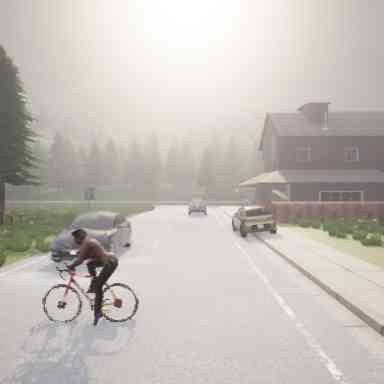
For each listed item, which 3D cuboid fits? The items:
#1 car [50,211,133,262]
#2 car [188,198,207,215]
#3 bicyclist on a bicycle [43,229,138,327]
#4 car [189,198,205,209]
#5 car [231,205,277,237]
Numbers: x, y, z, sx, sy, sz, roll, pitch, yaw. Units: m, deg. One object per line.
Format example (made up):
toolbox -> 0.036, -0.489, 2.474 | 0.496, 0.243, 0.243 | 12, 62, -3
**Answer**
car -> -3.419, 1.503, 12.121 | 1.837, 1.490, 4.892 | 0, 0, 1
car -> 0.585, 1.547, 34.228 | 2.033, 1.411, 5.357 | 0, 0, 2
bicyclist on a bicycle -> -1.751, 1.453, 5.693 | 1.656, 1.620, 0.582 | -1, 0, 1
car -> 0.746, 1.547, 45.757 | 2.033, 1.411, 5.357 | 0, 0, 1
car -> 3.231, 1.455, 18.064 | 1.816, 1.474, 4.193 | -6, 0, -1
